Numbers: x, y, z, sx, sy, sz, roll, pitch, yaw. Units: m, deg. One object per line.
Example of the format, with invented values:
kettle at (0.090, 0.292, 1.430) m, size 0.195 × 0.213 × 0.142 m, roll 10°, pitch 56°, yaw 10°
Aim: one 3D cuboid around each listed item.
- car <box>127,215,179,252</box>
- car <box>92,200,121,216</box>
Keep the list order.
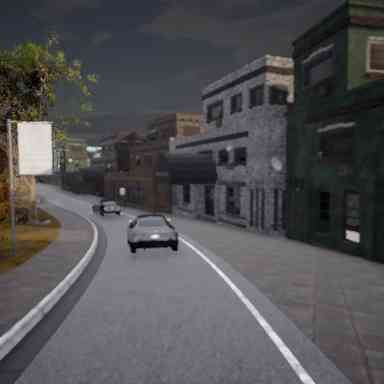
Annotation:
car at (-1.829, 1.678, 14.621) m, size 1.994 × 1.385 × 4.181 m, roll -1°, pitch 0°, yaw -12°
car at (-8.502, 1.504, 32.827) m, size 2.033 × 1.411 × 5.357 m, roll -2°, pitch 2°, yaw -28°
